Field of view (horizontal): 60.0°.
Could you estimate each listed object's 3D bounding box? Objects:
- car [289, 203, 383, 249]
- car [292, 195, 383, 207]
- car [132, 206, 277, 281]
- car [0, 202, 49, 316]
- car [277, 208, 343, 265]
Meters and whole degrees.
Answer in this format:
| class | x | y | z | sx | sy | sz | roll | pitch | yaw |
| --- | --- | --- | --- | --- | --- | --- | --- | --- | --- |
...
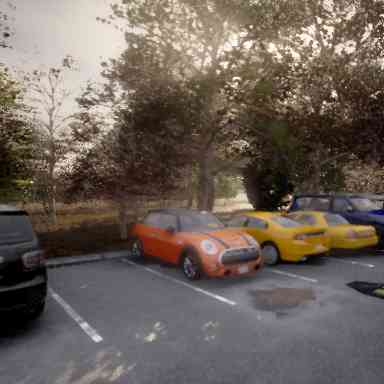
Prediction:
| class | x | y | z | sx | sy | sz | roll | pitch | yaw |
| --- | --- | --- | --- | --- | --- | --- | --- | --- | --- |
| car | 4.518 | 1.423 | 13.515 | 1.946 | 1.575 | 5.366 | -1 | 0 | -36 |
| car | 6.907 | 1.151 | 14.958 | 2.435 | 2.045 | 5.566 | -1 | 0 | -36 |
| car | -0.027 | 1.343 | 10.081 | 2.185 | 1.767 | 4.553 | 0 | 0 | -36 |
| car | -4.568 | 1.229 | 6.836 | 2.435 | 2.045 | 5.566 | 0 | 0 | -36 |
| car | 2.262 | 1.450 | 11.670 | 2.097 | 1.535 | 5.008 | 0 | 0 | -36 |
